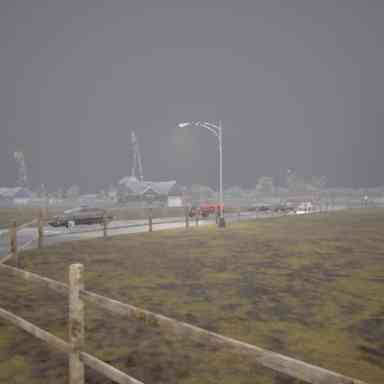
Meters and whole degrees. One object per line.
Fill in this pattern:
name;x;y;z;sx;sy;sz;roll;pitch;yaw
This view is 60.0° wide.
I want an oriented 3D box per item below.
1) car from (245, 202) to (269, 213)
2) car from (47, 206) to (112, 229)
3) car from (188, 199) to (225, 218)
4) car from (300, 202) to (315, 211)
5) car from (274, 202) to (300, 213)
car;9.569;2.285;48.830;1.882;1.535;5.008;-2;-2;36
car;-8.068;1.802;24.260;1.837;1.490;4.892;-2;-2;36
car;1.629;1.797;37.822;2.150;2.045;5.566;-2;-2;35
car;19.449;2.455;56.335;1.812;1.442;4.674;-2;-2;36
car;13.429;2.244;47.932;1.837;1.490;4.892;-2;-2;36
